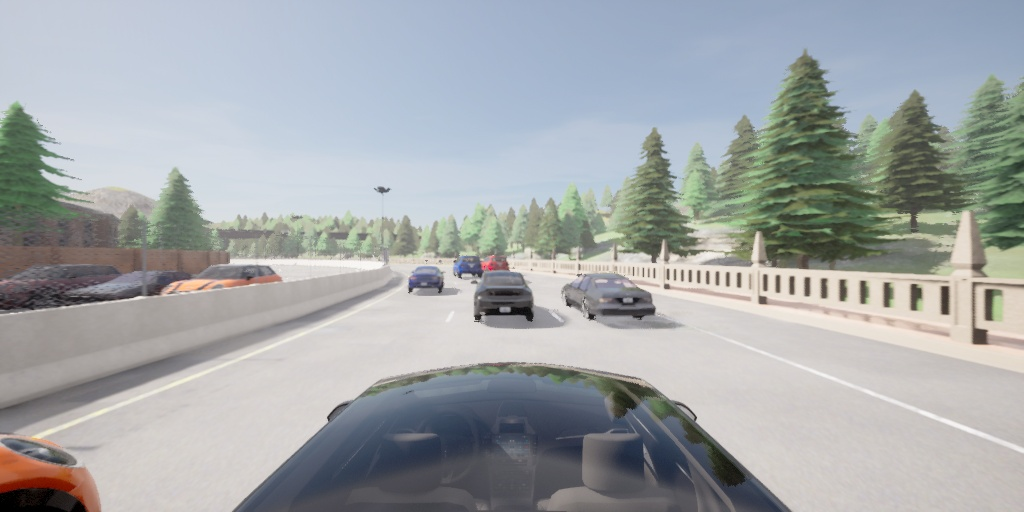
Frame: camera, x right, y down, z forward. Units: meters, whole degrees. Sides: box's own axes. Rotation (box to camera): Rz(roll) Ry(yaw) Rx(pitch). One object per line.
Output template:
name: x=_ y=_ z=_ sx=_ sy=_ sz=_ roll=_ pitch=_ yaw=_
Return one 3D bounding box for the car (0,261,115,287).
car: x=-18.075 y=1.115 z=14.247 sx=2.097 sy=1.767 sz=4.553 roll=0 pitch=0 yaw=-6

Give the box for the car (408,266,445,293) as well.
car: x=-4.935 y=1.291 z=20.936 sx=1.812 sy=1.442 sz=4.674 roll=0 pitch=0 yaw=-9

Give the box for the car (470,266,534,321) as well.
car: x=-0.366 y=1.263 z=12.498 sx=1.837 sy=1.490 sz=4.892 roll=0 pitch=0 yaw=-4

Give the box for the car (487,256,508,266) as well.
car: x=-2.009 y=1.000 z=38.364 sx=2.150 sy=2.045 sz=5.566 roll=0 pitch=0 yaw=-18

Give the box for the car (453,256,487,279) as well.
car: x=-4.244 y=0.996 z=33.754 sx=2.150 sy=2.045 sz=5.566 roll=0 pitch=0 yaw=-16

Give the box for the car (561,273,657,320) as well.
car: x=3.115 y=1.306 z=12.694 sx=2.033 sy=1.411 sz=5.357 roll=0 pitch=0 yaw=-4

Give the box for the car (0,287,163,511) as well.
car: x=-3.406 y=1.100 z=0.130 sx=2.097 sy=1.767 sz=4.553 roll=0 pitch=0 yaw=0

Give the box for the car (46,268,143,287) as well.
car: x=-14.594 y=1.314 z=14.613 sx=2.033 sy=1.411 sz=5.357 roll=0 pitch=0 yaw=-6

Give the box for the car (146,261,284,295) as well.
car: x=-11.057 y=1.110 z=14.099 sx=2.097 sy=1.767 sz=4.553 roll=0 pitch=0 yaw=-5
